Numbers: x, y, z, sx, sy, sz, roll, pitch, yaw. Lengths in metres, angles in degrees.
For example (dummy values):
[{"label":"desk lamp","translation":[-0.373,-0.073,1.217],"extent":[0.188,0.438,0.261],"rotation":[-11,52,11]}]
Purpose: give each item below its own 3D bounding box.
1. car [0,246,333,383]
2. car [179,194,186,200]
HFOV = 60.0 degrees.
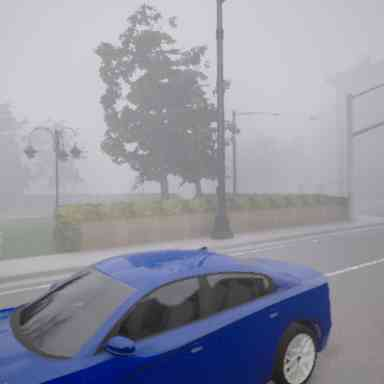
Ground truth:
[{"label":"car","translation":[-0.518,1.455,3.612],"extent":[5.008,1.535,1.882],"rotation":[-2,1,-36]},{"label":"car","translation":[-2.718,1.064,58.284],"extent":[1.812,1.442,4.674],"rotation":[-1,0,-35]}]
